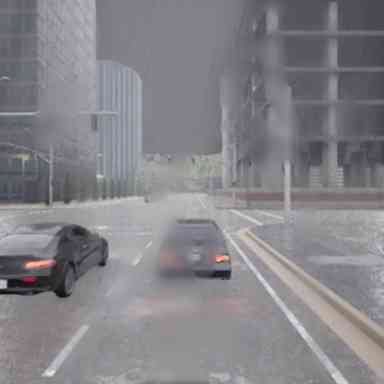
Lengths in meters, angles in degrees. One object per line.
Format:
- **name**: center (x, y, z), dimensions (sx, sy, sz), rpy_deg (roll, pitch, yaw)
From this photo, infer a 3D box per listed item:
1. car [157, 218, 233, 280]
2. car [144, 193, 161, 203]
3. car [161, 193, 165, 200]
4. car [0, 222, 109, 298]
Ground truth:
- **car**: center (0.072, 1.484, 9.770), dimensions (2.033, 1.411, 5.357), rpy_deg (0, 0, 0)
- **car**: center (-7.045, 1.129, 57.081), dimensions (2.128, 1.511, 4.902), rpy_deg (0, 0, 1)
- **car**: center (-6.987, 1.039, 72.557), dimensions (1.837, 1.490, 4.892), rpy_deg (0, 0, 0)
- **car**: center (-3.439, 1.473, 8.261), dimensions (1.812, 1.442, 4.674), rpy_deg (0, 0, 0)
